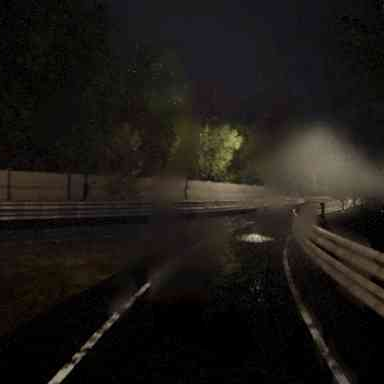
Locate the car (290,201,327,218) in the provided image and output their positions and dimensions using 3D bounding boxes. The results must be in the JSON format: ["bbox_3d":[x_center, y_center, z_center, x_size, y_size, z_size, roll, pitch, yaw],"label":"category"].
[{"bbox_3d":[10.411,1.564,29.981,1.895,1.301,4.718,2,1,33],"label":"car"}]

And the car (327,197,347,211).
[{"bbox_3d":[17.602,1.629,41.227,1.895,1.301,4.718,2,1,33],"label":"car"}]
